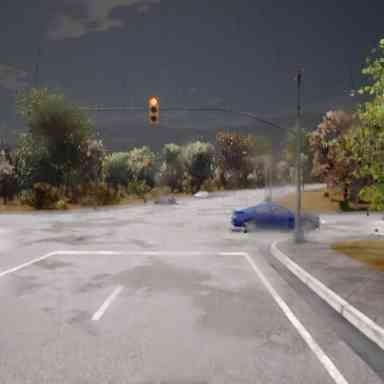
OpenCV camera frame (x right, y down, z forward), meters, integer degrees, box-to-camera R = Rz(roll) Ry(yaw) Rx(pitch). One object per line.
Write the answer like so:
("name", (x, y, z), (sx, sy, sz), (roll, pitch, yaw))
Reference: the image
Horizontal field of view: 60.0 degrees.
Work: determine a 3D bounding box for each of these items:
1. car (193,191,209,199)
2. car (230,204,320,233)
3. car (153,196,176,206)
("car", (1.919, 0.605, 65.805), (1.812, 1.442, 4.674), (0, 3, 25))
("car", (4.714, 1.451, 19.133), (5.008, 1.535, 1.882), (0, 0, 3))
("car", (-4.064, 1.303, 50.751), (2.033, 1.411, 5.357), (0, 2, 18))
